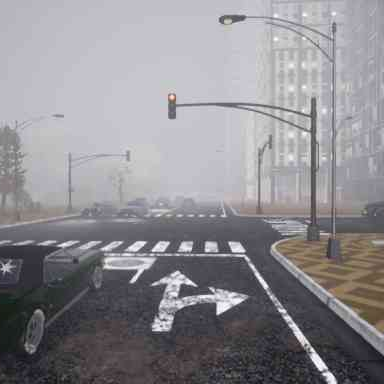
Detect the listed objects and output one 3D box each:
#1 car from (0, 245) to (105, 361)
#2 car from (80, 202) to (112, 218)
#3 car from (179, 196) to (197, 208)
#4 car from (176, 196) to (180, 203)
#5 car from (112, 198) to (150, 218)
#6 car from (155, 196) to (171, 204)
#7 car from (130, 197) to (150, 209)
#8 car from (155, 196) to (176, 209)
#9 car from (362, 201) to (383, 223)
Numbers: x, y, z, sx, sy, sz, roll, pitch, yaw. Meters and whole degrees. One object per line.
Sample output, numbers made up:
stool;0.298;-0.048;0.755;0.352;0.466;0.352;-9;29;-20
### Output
car;-3.038;1.600;5.960;1.895;1.301;4.718;0;0;1
car;-8.455;1.589;30.428;1.895;1.301;4.718;0;0;4
car;-0.341;1.518;47.921;1.812;1.442;4.674;0;0;5
car;-2.409;1.503;64.653;1.837;1.490;4.892;0;0;5
car;-5.219;1.526;30.189;2.033;1.411;5.357;0;0;4
car;-5.621;1.543;65.112;2.033;1.411;5.357;0;0;5
car;-7.174;1.515;46.461;1.812;1.442;4.674;0;0;5
car;-3.935;1.482;46.228;2.128;1.511;4.902;0;0;5
car;14.841;1.058;22.956;5.566;2.045;2.150;0;0;5
